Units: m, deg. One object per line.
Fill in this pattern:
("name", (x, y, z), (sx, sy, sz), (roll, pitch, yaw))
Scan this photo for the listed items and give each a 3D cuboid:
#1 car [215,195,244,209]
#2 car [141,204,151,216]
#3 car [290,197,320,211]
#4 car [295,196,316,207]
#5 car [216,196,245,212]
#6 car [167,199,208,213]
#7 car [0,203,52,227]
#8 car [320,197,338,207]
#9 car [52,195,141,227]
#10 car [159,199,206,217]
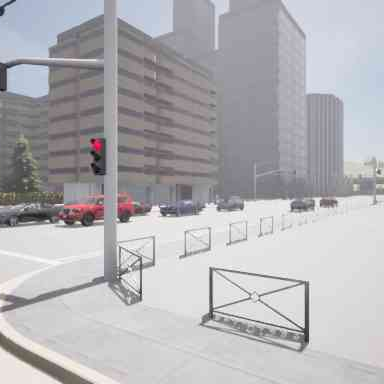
("car", (5.382, 1.352, 46.932), (2.097, 1.767, 4.553), (0, 0, 35))
("car", (-5.952, 1.601, 30.549), (1.895, 1.301, 4.718), (0, 0, 35))
("car", (13.156, 1.490, 39.442), (2.128, 1.511, 4.902), (0, 0, 35))
("car", (17.946, 1.478, 52.544), (1.882, 1.535, 5.008), (0, 0, 35))
("car", (4.678, 1.526, 39.785), (1.812, 1.442, 4.674), (0, 0, 35))
("car", (-0.408, 1.547, 38.594), (2.033, 1.411, 5.357), (0, 0, 35))
("car", (-11.209, 1.492, 22.916), (2.128, 1.511, 4.902), (0, 0, 35))
("car", (20.870, 1.478, 50.651), (1.882, 1.535, 5.008), (0, 0, 35))
("car", (-6.547, 1.221, 23.516), (2.150, 2.045, 5.566), (0, 0, 35))
("car", (-1.005, 1.601, 31.562), (1.895, 1.301, 4.718), (0, 0, 35))
